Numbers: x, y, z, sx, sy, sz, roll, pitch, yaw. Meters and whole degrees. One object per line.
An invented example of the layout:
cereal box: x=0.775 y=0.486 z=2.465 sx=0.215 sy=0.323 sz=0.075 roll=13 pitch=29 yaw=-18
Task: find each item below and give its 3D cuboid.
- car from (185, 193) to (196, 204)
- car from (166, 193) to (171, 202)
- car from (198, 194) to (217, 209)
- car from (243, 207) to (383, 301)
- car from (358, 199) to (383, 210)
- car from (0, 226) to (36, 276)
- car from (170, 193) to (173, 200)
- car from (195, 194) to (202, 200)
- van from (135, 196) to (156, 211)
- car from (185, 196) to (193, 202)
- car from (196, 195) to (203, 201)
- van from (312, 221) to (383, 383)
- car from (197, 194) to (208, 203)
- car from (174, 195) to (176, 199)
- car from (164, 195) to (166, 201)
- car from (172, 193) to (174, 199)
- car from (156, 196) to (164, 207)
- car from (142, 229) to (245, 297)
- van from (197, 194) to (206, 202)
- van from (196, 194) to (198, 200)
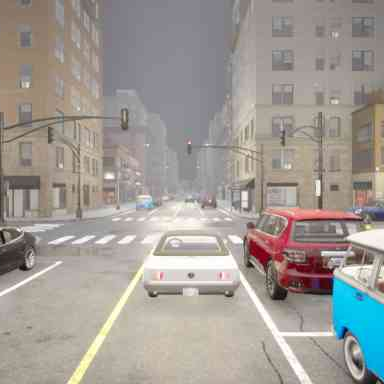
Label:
car: x=-0.477 y=1.483 z=65.093 sx=2.128 sy=1.511 sz=4.902 roll=0 pitch=0 yaw=-1
car: x=-6.050 y=1.515 z=72.443 sx=1.752 sy=1.417 sz=4.829 roll=0 pitch=0 yaw=-1
car: x=2.299 y=1.310 z=45.657 sx=2.192 sy=1.841 sz=5.009 roll=0 pitch=0 yaw=-1
car: x=2.573 y=1.315 z=8.287 sx=2.192 sy=1.841 sz=5.009 roll=0 pitch=0 yaw=-1
car: x=13.090 y=1.286 z=23.256 sx=4.553 sy=1.767 sz=2.097 roll=0 pitch=0 yaw=-1
car: x=-5.451 y=1.566 z=8.214 sx=1.947 sy=1.339 sz=4.313 roll=0 pitch=0 yaw=-1
car: x=-6.099 y=1.539 z=78.018 sx=2.008 sy=1.369 sz=4.403 roll=0 pitch=0 yaw=-1
car: x=1.810 y=1.425 z=94.311 sx=1.967 sy=1.590 sz=4.097 roll=0 pitch=0 yaw=-1
van: x=-5.764 y=1.337 z=40.176 sx=1.690 sy=1.788 sz=3.998 roll=0 pitch=0 yaw=-1
car: x=-0.677 y=1.584 z=75.458 sx=1.895 sy=1.301 sz=4.718 roll=0 pitch=0 yaw=-1
car: x=1.863 y=1.511 z=89.075 sx=1.752 sy=1.417 sz=4.829 roll=0 pitch=0 yaw=-1
van: x=2.623 y=1.341 z=2.776 sx=1.690 sy=1.788 sz=3.998 roll=0 pitch=0 yaw=-1
car: x=2.082 y=1.306 z=67.282 sx=2.192 sy=1.841 sz=5.009 roll=0 pitch=0 yaw=-1
car: x=-6.195 y=1.301 z=88.830 sx=2.192 sy=1.841 sz=5.009 roll=0 pitch=0 yaw=-1
car: x=-5.907 y=1.538 z=56.394 sx=1.887 sy=1.381 sz=4.507 roll=0 pitch=0 yaw=-1
car: x=-6.147 y=1.553 z=83.424 sx=1.947 sy=1.339 sz=4.313 roll=0 pitch=0 yaw=-1
car: x=-5.859 y=1.560 z=50.988 sx=1.947 sy=1.339 sz=4.313 roll=0 pitch=0 yaw=-1
car: x=-0.017 y=1.601 z=8.506 sx=1.895 sy=1.301 sz=4.718 roll=0 pitch=0 yaw=0
van: x=2.027 y=1.331 z=72.688 sx=1.690 sy=1.788 sz=3.998 roll=0 pitch=0 yaw=-1
van: x=2.136 y=1.333 z=61.875 sx=1.690 sy=1.788 sz=3.998 roll=0 pitch=0 yaw=-1
